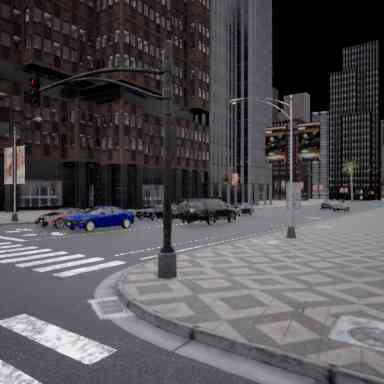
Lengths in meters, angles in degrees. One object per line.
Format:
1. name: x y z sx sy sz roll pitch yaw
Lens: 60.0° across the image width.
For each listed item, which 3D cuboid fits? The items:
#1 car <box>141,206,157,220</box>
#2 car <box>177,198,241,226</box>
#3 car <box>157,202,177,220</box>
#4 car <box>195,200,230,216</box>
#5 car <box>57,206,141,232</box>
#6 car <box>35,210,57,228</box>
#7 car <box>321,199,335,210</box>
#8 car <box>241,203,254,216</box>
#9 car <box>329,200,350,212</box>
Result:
1. car: -3.281 1.974 31.975 1.895 1.301 4.718 0 -1 35
2. car: 1.546 1.588 27.216 2.150 2.045 5.566 0 -1 35
3. car: -0.312 1.607 30.543 2.150 2.045 5.566 0 -1 35
4. car: 2.542 1.872 40.226 2.097 1.767 4.553 0 -1 35
5. car: -6.086 1.717 22.350 1.882 1.535 5.008 0 -1 35
6. car: -8.951 1.794 23.922 1.994 1.385 4.181 0 -1 36
7. car: 24.611 2.461 59.945 1.837 1.490 4.892 0 -2 35
8. car: 5.612 2.026 38.935 2.128 1.511 4.902 0 -1 35
9. car: 24.183 2.430 53.678 2.033 1.411 5.357 0 -1 34
